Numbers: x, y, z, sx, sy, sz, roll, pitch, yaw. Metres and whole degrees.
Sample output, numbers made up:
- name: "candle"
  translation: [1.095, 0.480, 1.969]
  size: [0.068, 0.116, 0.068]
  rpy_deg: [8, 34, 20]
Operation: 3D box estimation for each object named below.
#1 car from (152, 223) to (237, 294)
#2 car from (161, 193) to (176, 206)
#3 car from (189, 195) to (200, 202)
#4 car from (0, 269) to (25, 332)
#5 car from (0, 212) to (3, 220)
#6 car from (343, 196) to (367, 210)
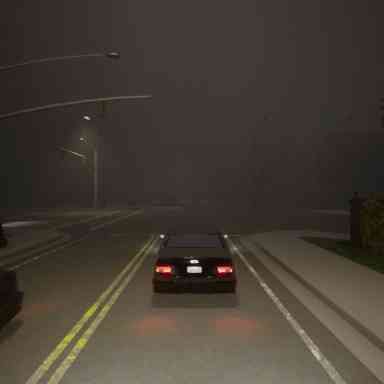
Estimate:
- name: "car"
  translation: [0.053, 1.547, 8.934]
  size: [2.033, 1.411, 5.357]
  rpy_deg: [0, 0, 0]
- name: "car"
  translation: [-3.719, 1.221, 53.968]
  size: [2.150, 2.045, 5.566]
  rpy_deg: [0, 0, 0]
- name: "car"
  translation: [0.556, 1.524, 78.948]
  size: [1.812, 1.442, 4.674]
  rpy_deg: [0, 0, 12]
- name: "car"
  translation: [-3.615, 1.547, 3.003]
  size: [2.033, 1.411, 5.357]
  rpy_deg: [0, 0, 0]
- name: "car"
  translation: [-16.505, 1.611, 24.275]
  size: [4.892, 1.490, 1.837]
  rpy_deg: [-1, 0, -1]
- name: "car"
  translation: [20.129, 1.306, 38.857]
  size: [4.553, 1.767, 2.097]
  rpy_deg: [0, 0, -1]
